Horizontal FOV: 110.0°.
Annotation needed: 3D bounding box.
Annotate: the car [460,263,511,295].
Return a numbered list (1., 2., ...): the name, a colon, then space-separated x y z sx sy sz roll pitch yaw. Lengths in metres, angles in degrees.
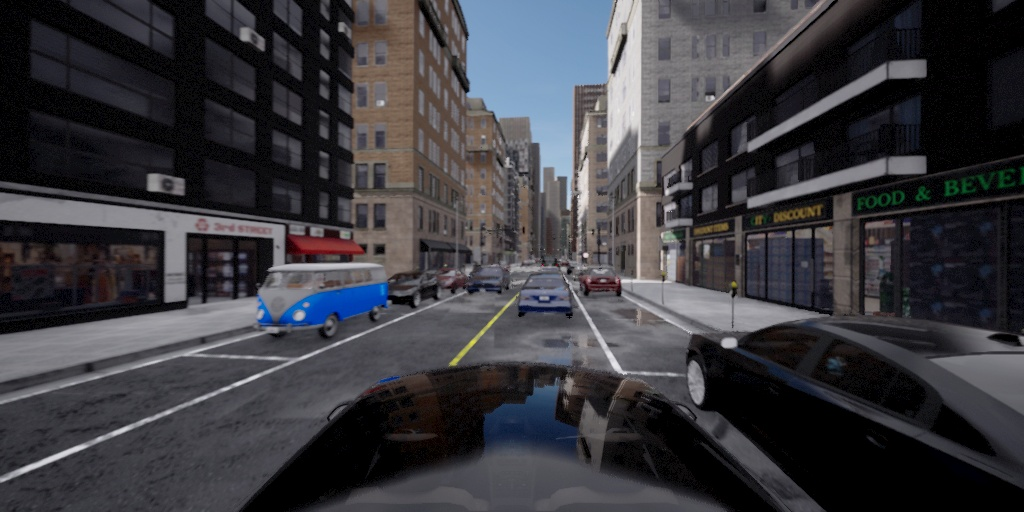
1. car: -1.162 1.341 20.372 2.033 1.411 5.357 0 0 6

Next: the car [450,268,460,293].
1. car: -3.705 1.362 20.761 1.802 1.307 4.207 0 0 6

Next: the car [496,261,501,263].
1. car: -2.470 1.384 31.694 1.948 1.339 4.313 0 0 6

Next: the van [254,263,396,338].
1. van: -4.941 1.084 9.828 1.690 1.789 3.998 0 0 6

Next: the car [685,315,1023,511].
1. car: 3.161 1.248 3.050 1.882 1.535 5.008 0 0 6

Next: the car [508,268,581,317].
1. car: 1.263 1.335 13.350 2.033 1.411 5.357 0 0 6

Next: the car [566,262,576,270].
1. car: 6.001 1.413 30.737 2.007 1.370 4.403 0 0 6

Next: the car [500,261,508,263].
1. car: -1.853 1.420 37.160 1.802 1.307 4.207 0 0 6

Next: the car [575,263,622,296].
1. car: 4.766 1.265 19.803 1.967 1.591 4.097 0 0 6

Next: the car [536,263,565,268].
1. car: 2.892 1.437 27.727 1.895 1.301 4.718 0 0 6

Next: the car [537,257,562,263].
1. car: 4.272 1.104 40.740 2.150 2.045 5.566 0 0 6

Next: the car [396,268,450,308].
1. car: -4.323 1.328 15.294 1.948 1.339 4.313 0 0 6

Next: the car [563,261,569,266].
1. car: 7.237 1.468 41.669 1.948 1.339 4.313 0 0 6
